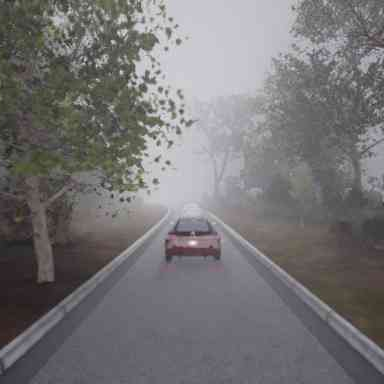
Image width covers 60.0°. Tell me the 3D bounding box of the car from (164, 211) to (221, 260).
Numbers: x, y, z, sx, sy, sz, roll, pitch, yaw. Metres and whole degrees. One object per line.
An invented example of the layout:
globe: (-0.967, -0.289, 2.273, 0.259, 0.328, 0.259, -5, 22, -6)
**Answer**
car: (0.042, 1.641, 12.853, 1.994, 1.385, 4.181, 0, 0, 0)

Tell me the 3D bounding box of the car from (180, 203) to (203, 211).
car: (-0.076, 1.691, 28.155, 1.812, 1.442, 4.674, 0, 0, 0)
